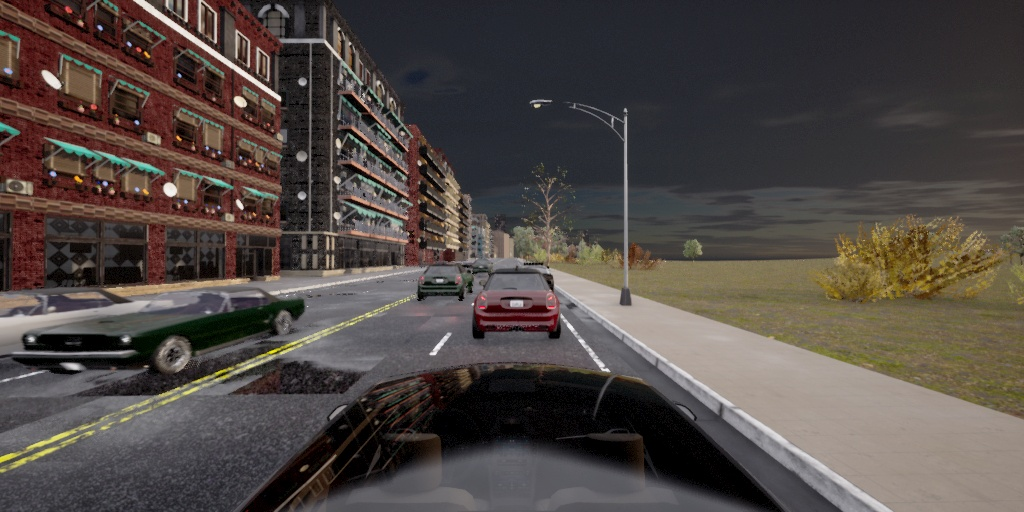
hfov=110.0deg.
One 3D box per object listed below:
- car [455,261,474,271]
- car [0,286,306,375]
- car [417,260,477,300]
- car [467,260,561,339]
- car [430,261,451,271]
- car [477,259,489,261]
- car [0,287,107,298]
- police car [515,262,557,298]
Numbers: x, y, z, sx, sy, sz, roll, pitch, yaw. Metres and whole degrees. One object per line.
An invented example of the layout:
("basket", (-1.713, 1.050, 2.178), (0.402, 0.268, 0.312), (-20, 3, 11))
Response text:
("car", (-6.508, 1.347, 49.666), (1.895, 1.301, 4.718), (0, 0, 0))
("car", (-6.589, 1.351, 7.591), (1.895, 1.301, 4.718), (0, 0, 0))
("car", (-3.119, 1.103, 17.651), (2.097, 1.767, 4.553), (0, 0, 0))
("car", (0.113, 1.103, 10.250), (2.097, 1.767, 4.553), (0, 0, 0))
("car", (-9.758, 1.347, 49.257), (1.895, 1.301, 4.718), (0, 0, 0))
("car", (-3.087, 1.100, 38.259), (2.097, 1.767, 4.553), (0, 0, 0))
("car", (-9.838, 1.351, 7.180), (1.895, 1.301, 4.718), (0, 0, 0))
("police car", (1.172, 1.176, 19.746), (1.930, 1.638, 5.238), (0, 0, 0))
